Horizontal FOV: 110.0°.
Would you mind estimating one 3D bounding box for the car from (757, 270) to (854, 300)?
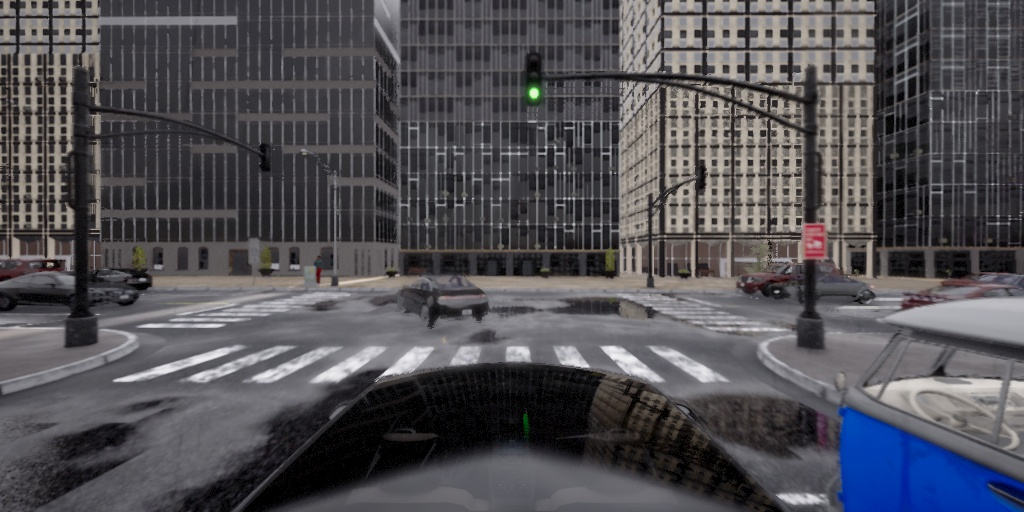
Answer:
[{"bbox_3d":[14.677,1.542,17.191,4.181,1.385,1.994,0,0,0],"label":"car"}]

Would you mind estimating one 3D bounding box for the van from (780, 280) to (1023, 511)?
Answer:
[{"bbox_3d":[2.689,1.077,0.446,1.690,1.789,3.998,0,0,0],"label":"van"}]

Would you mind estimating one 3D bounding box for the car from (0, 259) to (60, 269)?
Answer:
[{"bbox_3d":[-28.198,1.075,20.051,5.009,1.841,2.192,0,0,0],"label":"car"}]

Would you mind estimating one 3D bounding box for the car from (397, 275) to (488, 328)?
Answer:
[{"bbox_3d":[-2.541,1.395,12.379,2.128,1.511,4.902,0,0,-31],"label":"car"}]

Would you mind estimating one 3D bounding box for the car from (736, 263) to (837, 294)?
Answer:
[{"bbox_3d":[15.236,1.288,19.781,5.009,1.841,2.192,0,0,0],"label":"car"}]

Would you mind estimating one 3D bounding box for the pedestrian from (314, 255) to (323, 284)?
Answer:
[{"bbox_3d":[-12.389,0.869,22.893,0.375,1.860,0.375,0,0,0],"label":"pedestrian"}]

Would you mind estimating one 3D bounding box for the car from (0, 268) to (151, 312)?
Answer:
[{"bbox_3d":[-17.650,1.352,14.191,4.674,1.442,1.812,0,0,0],"label":"car"}]

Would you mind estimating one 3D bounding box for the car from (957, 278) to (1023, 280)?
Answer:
[{"bbox_3d":[15.183,1.544,11.401,4.507,1.381,1.888,0,0,0],"label":"car"}]

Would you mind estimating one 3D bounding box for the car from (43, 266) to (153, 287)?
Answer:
[{"bbox_3d":[-22.675,1.351,20.017,4.313,1.339,1.948,0,0,0],"label":"car"}]

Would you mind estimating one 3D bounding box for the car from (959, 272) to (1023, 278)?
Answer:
[{"bbox_3d":[24.020,1.575,17.132,5.357,1.411,2.033,0,0,0],"label":"car"}]
